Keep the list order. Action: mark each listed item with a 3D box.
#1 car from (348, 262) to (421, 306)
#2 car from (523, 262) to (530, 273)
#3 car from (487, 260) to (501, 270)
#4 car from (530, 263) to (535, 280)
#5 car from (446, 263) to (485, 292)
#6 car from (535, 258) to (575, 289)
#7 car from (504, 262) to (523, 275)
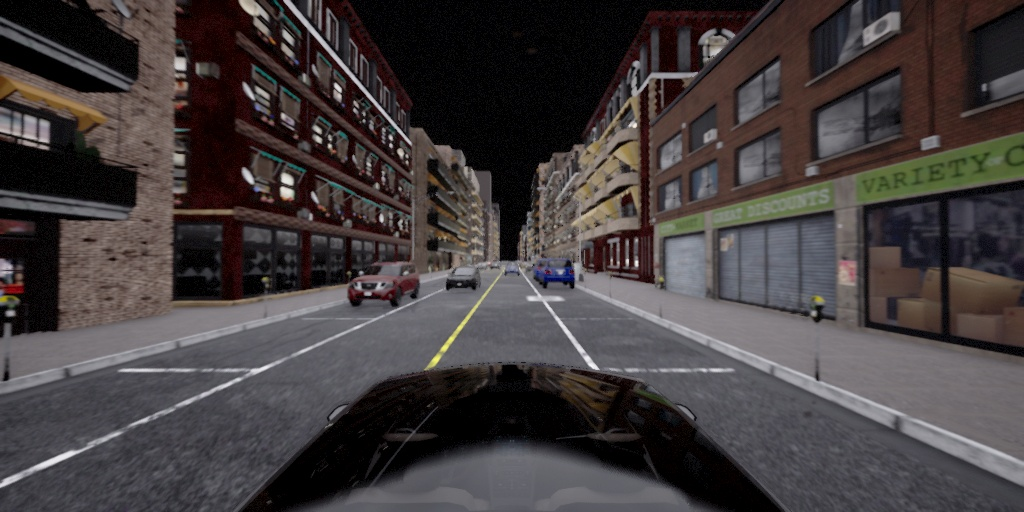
[{"bbox_3d":[-5.688,1.197,16.648,2.192,1.841,5.009,0,0,0],"label":"car"},{"bbox_3d":[2.700,1.727,50.457,2.007,1.370,4.403,0,0,0],"label":"car"},{"bbox_3d":[-3.008,1.802,64.694,1.837,1.490,4.892,0,0,1],"label":"car"},{"bbox_3d":[3.113,1.250,32.677,2.150,2.045,5.566,0,0,0],"label":"car"},{"bbox_3d":[-3.095,1.420,23.605,1.882,1.535,5.008,0,0,0],"label":"car"},{"bbox_3d":[3.111,1.189,25.677,2.150,2.045,5.566,0,0,0],"label":"car"},{"bbox_3d":[0.035,1.686,45.266,2.033,1.411,5.357,0,-1,1],"label":"car"}]
